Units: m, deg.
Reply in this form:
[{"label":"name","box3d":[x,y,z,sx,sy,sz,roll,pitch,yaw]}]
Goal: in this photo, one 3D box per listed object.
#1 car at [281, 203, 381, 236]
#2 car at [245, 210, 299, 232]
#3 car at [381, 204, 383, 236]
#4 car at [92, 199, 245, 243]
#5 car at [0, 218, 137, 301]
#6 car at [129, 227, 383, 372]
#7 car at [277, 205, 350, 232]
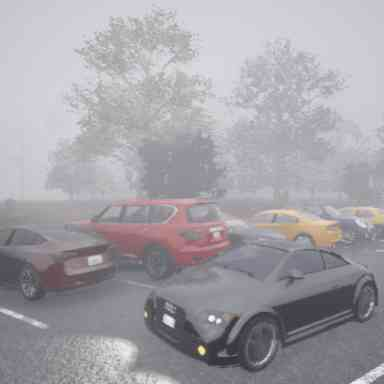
[{"label":"car","box3d":[5.792,1.316,15.208,4.553,1.767,2.185,-1,-1,36]},{"label":"car","box3d":[0.918,1.486,11.821,4.892,1.521,2.231,-1,-1,35]},{"label":"car","box3d":[8.118,1.416,16.966,5.366,1.575,1.946,-1,0,36]},{"label":"car","box3d":[-1.547,1.242,10.125,5.566,2.045,2.435,-1,0,35]},{"label":"car","box3d":[-3.977,1.521,8.409,4.792,1.488,2.163,-1,-1,35]},{"label":"car","box3d":[1.318,1.570,5.681,4.181,1.385,1.994,0,0,-35]},{"label":"car","box3d":[3.367,1.466,13.500,5.008,1.535,2.097,-1,0,35]}]
